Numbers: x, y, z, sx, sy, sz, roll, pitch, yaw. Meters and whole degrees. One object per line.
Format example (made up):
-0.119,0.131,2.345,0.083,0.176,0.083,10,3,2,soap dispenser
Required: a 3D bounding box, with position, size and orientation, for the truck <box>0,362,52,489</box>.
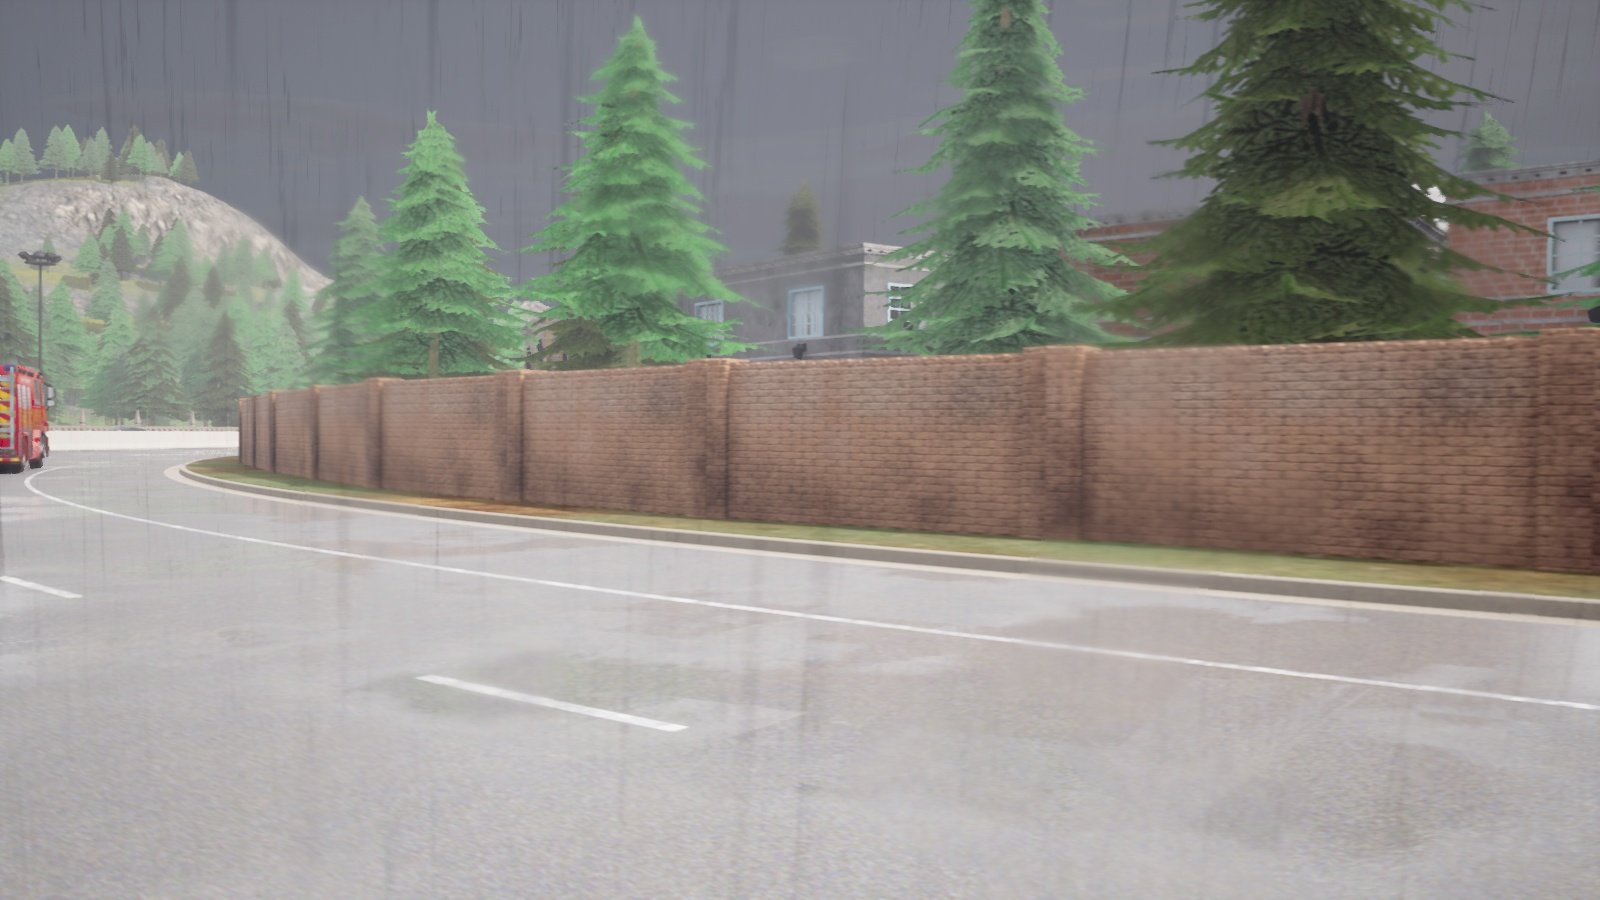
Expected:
-26.790,-0.752,41.332,2.891,3.827,8.468,-1,1,-25,truck
